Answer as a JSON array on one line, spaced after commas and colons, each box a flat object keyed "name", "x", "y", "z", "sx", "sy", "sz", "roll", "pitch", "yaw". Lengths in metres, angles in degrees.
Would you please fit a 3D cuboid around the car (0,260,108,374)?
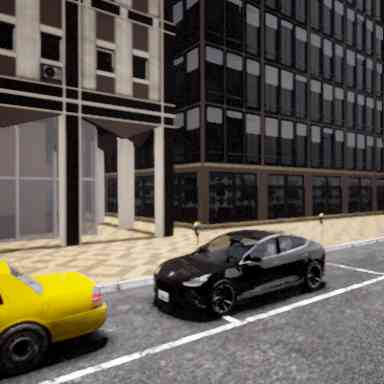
[{"name": "car", "x": -3.530, "y": 1.527, "z": 4.045, "sx": 4.829, "sy": 1.417, "sz": 1.752, "roll": 0, "pitch": 0, "yaw": -36}]

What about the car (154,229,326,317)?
[{"name": "car", "x": 1.245, "y": 1.554, "z": 7.452, "sx": 4.313, "sy": 1.339, "sz": 1.947, "roll": 0, "pitch": 0, "yaw": -36}]
